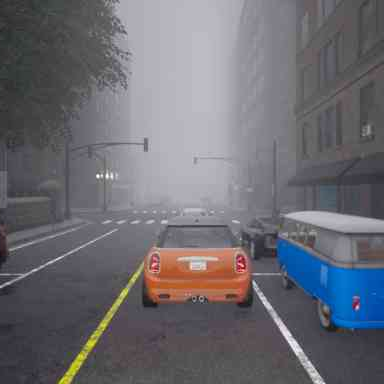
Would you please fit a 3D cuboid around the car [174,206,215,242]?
[{"bbox_3d":[0.101,1.520,17.114,1.812,1.442,4.674,0,0,0],"label":"car"}]

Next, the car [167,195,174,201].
[{"bbox_3d":[-5.671,1.502,88.193,1.752,1.417,4.829,0,0,0],"label":"car"}]

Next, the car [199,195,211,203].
[{"bbox_3d":[2.854,1.410,66.596,1.967,1.590,4.097,0,0,0],"label":"car"}]

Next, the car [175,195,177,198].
[{"bbox_3d":[-5.672,1.289,82.913,2.192,1.841,5.009,0,0,0],"label":"car"}]

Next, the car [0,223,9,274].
[{"bbox_3d":[-5.669,1.314,6.519,2.192,1.841,5.009,0,0,0],"label":"car"}]

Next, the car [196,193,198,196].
[{"bbox_3d":[2.853,1.506,94.009,1.752,1.417,4.829,0,0,0],"label":"car"}]

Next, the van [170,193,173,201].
[{"bbox_3d":[-5.671,1.311,72.011,1.690,1.788,3.998,0,0,0],"label":"van"}]

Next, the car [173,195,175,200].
[{"bbox_3d":[-5.671,1.522,77.462,2.008,1.369,4.403,0,0,0],"label":"car"}]

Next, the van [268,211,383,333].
[{"bbox_3d":[2.856,1.340,6.559,1.690,1.788,3.998,0,0,0],"label":"van"}]

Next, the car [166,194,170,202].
[{"bbox_3d":[-5.670,1.514,61.109,1.887,1.381,4.507,0,0,0],"label":"car"}]

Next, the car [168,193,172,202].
[{"bbox_3d":[-5.671,1.514,66.560,1.887,1.381,4.507,0,0,0],"label":"car"}]

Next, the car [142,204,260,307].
[{"bbox_3d":[0.102,1.351,8.113,2.097,1.767,4.553,0,0,0],"label":"car"}]

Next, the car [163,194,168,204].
[{"bbox_3d":[-5.670,1.521,55.658,2.008,1.369,4.403,0,0,0],"label":"car"}]

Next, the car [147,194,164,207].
[{"bbox_3d":[-5.670,1.498,50.038,1.752,1.417,4.829,0,0,0],"label":"car"}]

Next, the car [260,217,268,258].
[{"bbox_3d":[2.856,1.563,12.220,1.947,1.339,4.313,0,0,0],"label":"car"}]
